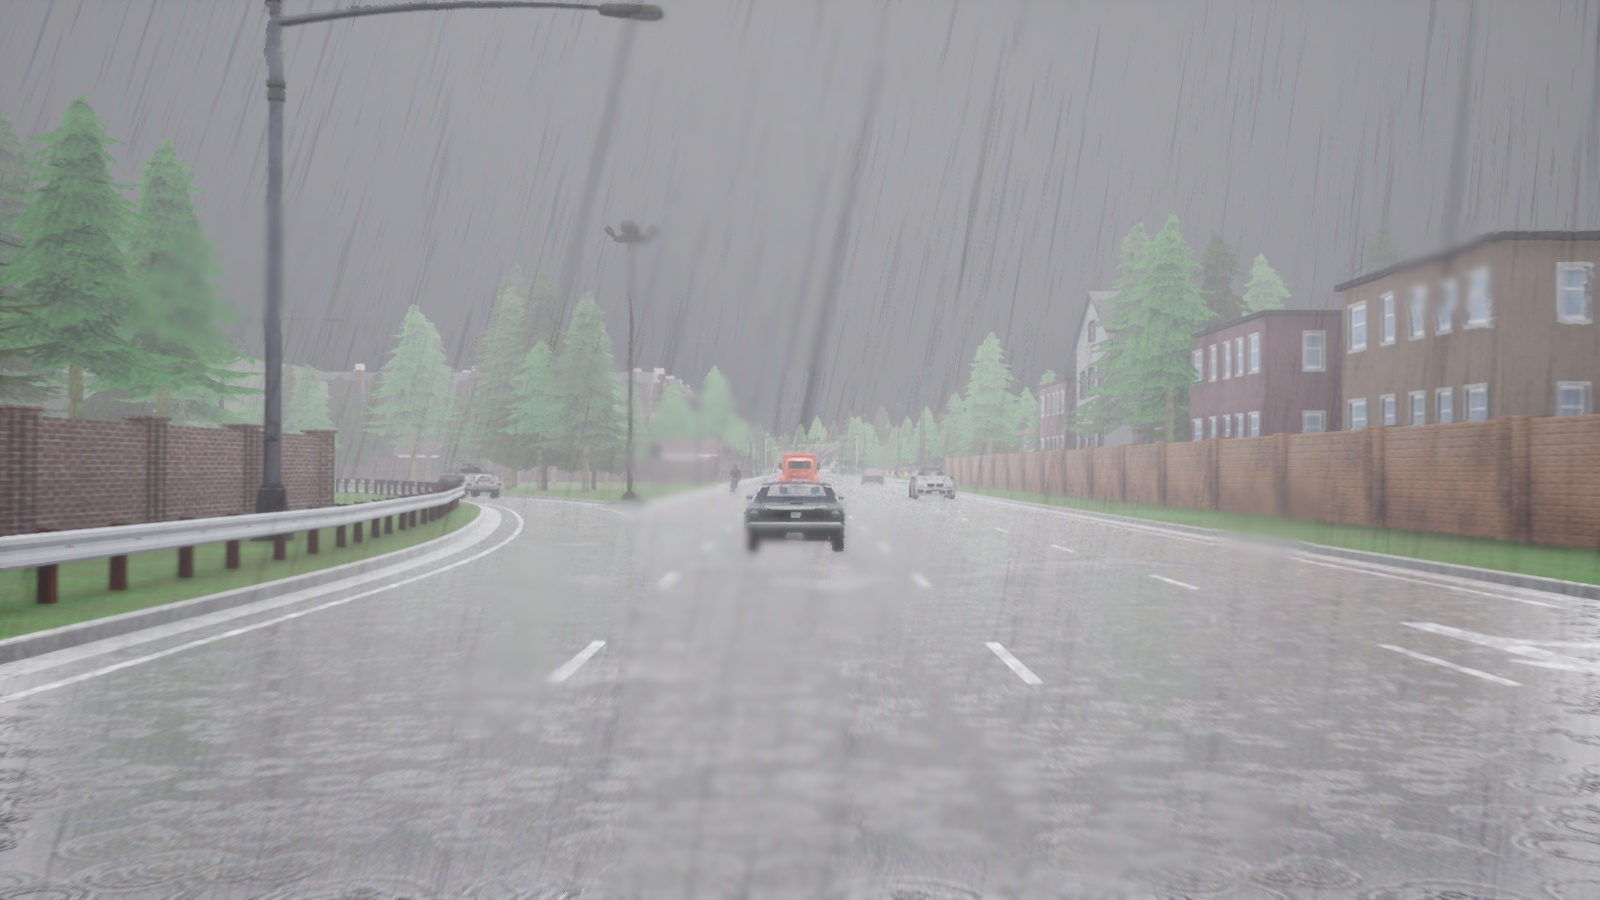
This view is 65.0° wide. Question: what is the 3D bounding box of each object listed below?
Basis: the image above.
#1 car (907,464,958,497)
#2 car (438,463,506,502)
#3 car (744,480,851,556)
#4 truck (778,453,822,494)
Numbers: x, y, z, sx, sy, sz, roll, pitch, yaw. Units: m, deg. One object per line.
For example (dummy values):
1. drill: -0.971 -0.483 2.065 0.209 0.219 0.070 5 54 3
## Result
1. car: 6.957 1.584 66.270 2.242 1.667 4.611 0 -1 1
2. car: -16.413 1.598 62.697 1.932 1.855 4.605 0 -1 -33
3. car: -0.059 1.268 24.667 1.895 1.301 4.718 0 -1 0
4. truck: -0.022 1.451 77.894 2.627 2.467 5.204 0 -1 0
